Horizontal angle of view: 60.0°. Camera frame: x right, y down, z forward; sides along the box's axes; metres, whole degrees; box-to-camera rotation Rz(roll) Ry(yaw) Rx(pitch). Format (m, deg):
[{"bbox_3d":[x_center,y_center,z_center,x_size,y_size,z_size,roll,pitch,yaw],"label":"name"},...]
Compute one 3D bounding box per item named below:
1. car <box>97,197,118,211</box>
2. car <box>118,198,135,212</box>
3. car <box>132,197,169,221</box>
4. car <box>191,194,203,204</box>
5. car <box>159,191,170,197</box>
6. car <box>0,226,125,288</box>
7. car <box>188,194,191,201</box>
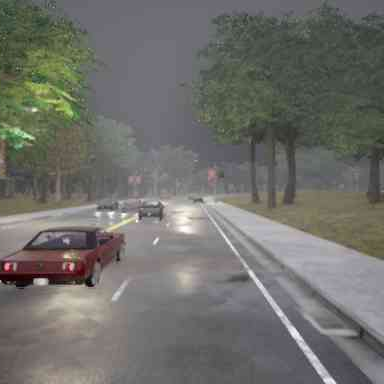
[{"bbox_3d":[-9.846,1.434,39.363,1.837,1.490,4.892,0,0,0],"label":"car"},{"bbox_3d":[-6.598,1.459,37.267,1.812,1.442,4.674,0,0,0],"label":"car"},{"bbox_3d":[-3.154,1.444,26.999,2.128,1.511,4.902,0,0,0],"label":"car"},{"bbox_3d":[1.128,1.405,60.855,1.837,1.490,4.892,0,0,0],"label":"car"},{"bbox_3d":[-6.511,0.808,79.147,2.150,2.045,5.566,0,0,0],"label":"car"},{"bbox_3d":[-3.152,1.585,9.175,1.895,1.301,4.718,0,0,0],"label":"car"},{"bbox_3d":[-0.011,1.350,80.517,2.128,1.511,4.902,0,0,0],"label":"car"}]
